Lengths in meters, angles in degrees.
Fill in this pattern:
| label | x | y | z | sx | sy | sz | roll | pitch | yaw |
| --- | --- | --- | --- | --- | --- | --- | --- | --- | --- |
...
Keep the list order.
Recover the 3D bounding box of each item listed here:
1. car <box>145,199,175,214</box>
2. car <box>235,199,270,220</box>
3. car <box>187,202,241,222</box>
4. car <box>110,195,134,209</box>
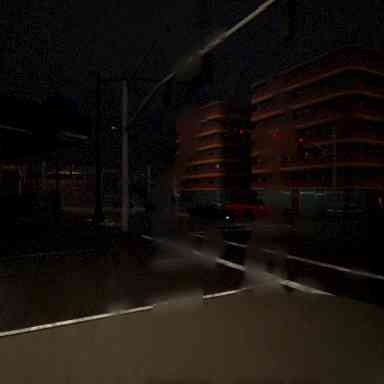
| label | x | y | z | sx | sy | sz | roll | pitch | yaw |
| --- | --- | --- | --- | --- | --- | --- | --- | --- | --- |
| car | -3.556 | 1.526 | 35.445 | 1.812 | 1.442 | 4.674 | 0 | 0 | -30 |
| car | 4.555 | 1.352 | 28.855 | 2.097 | 1.767 | 4.553 | 0 | 0 | -31 |
| car | 1.543 | 1.601 | 26.803 | 1.895 | 1.301 | 4.718 | 0 | 0 | -31 |
| car | -9.465 | 1.505 | 45.478 | 1.837 | 1.490 | 4.892 | 0 | 0 | -30 |
